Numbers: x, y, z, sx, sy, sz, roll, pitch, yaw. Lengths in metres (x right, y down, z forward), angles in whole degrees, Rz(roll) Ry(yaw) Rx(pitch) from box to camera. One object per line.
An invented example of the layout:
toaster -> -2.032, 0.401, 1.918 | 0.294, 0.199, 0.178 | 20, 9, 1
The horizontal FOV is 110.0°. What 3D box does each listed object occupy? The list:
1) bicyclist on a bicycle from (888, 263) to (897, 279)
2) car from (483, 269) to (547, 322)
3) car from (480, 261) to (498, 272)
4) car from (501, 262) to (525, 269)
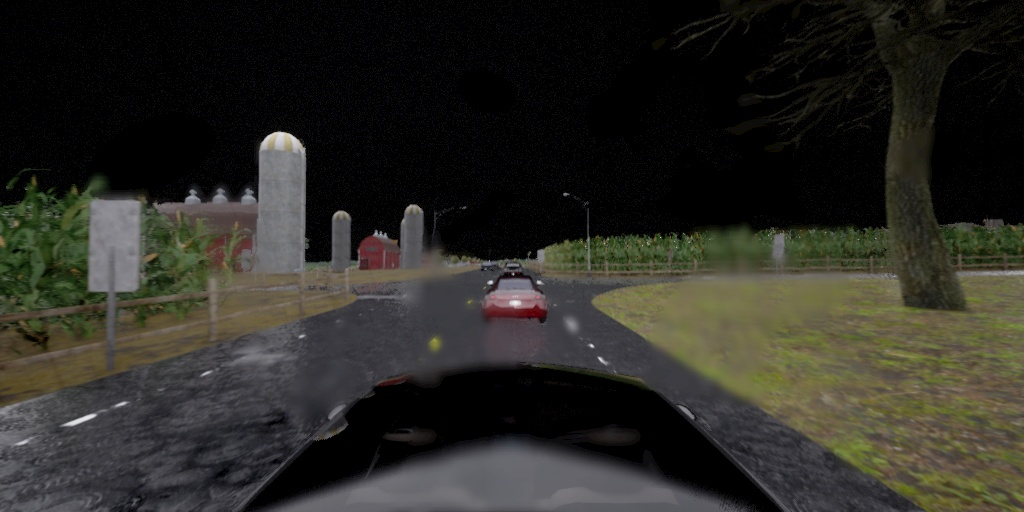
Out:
bicyclist on a bicycle -> 24.278, 0.661, 22.350 | 0.582, 1.620, 1.656 | -1, 0, 0
car -> 0.100, 1.329, 12.354 | 1.994, 1.385, 4.181 | 0, 0, 0
car -> -3.559, 1.538, 51.986 | 2.033, 1.411, 5.357 | 0, -1, 0
car -> 0.096, 1.311, 32.388 | 1.837, 1.490, 4.892 | 0, 0, 0
